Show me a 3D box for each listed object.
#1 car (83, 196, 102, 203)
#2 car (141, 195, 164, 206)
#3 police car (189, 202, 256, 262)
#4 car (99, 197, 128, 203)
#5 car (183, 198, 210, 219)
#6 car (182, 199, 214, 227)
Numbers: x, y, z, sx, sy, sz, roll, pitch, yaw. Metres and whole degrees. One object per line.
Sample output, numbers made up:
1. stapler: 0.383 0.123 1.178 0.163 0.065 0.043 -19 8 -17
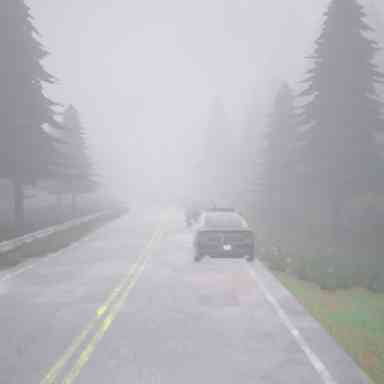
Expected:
1. car: -17.326 1.532 59.533 4.902 1.511 2.128 -2 3 27
2. car: -5.817 1.265 48.852 1.837 1.490 4.892 -3 2 -34
3. police car: 0.966 1.363 12.065 1.930 1.638 5.238 0 0 -1
4. car: -11.886 1.590 51.420 1.895 1.301 4.718 -4 2 -43
5. car: 0.262 1.354 28.128 1.837 1.490 4.892 0 0 -4
6. car: 0.634 1.234 22.037 2.097 1.767 4.553 0 0 -3
